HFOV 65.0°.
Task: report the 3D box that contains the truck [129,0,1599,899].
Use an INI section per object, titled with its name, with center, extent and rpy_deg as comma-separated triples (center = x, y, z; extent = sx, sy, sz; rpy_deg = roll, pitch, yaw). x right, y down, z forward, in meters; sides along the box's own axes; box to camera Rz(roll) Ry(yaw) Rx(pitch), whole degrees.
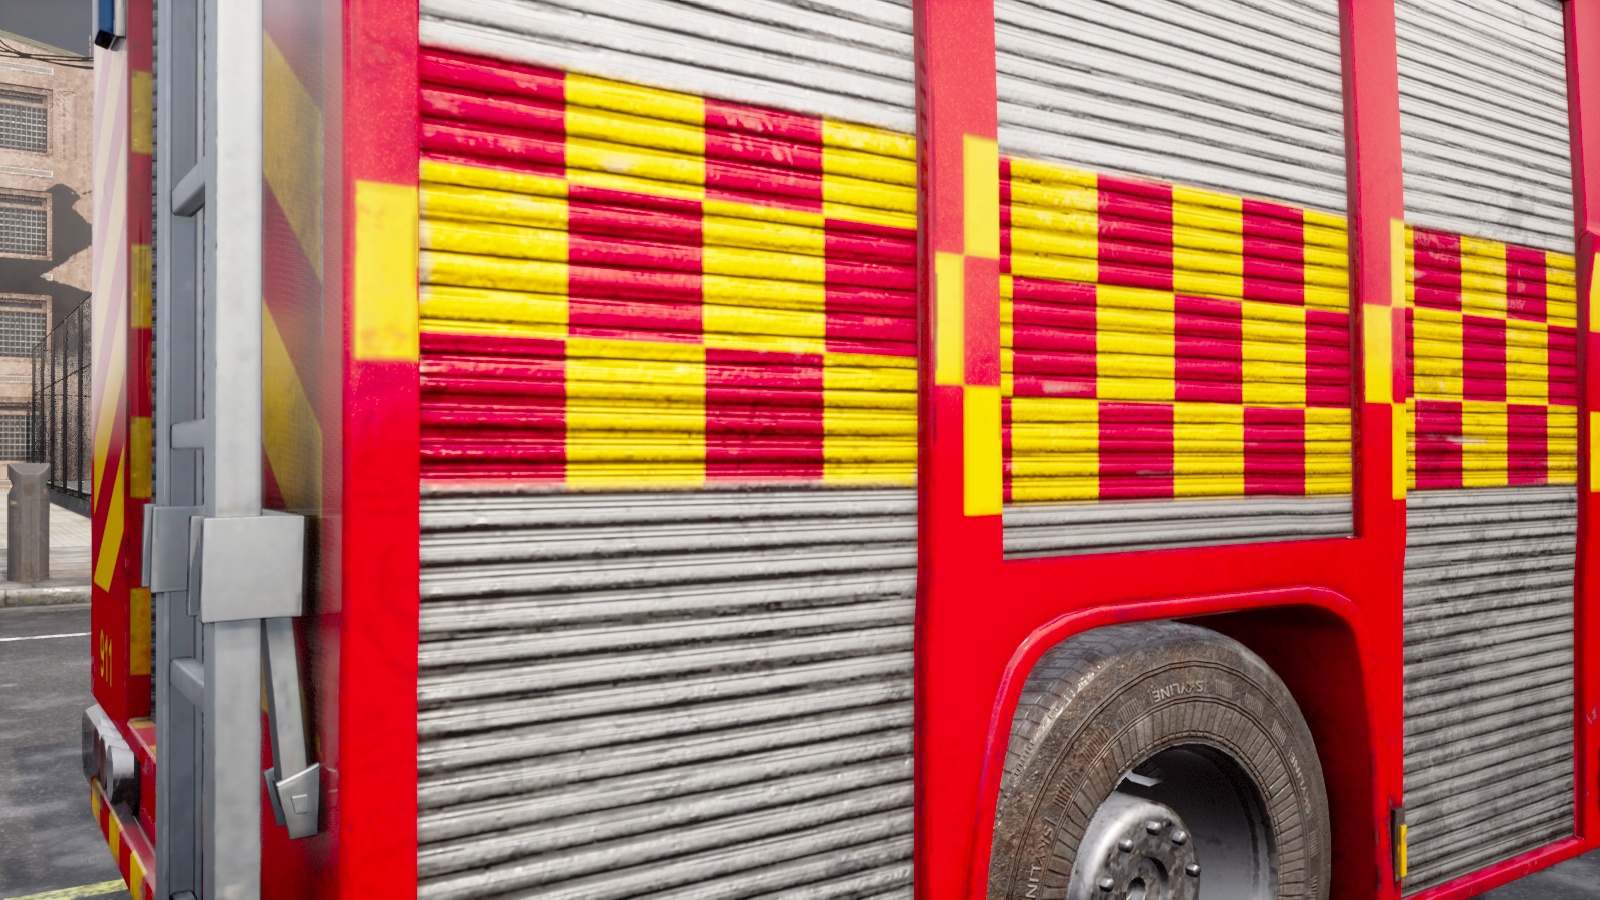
[truck]
center = 2.188, -0.411, 5.195
extent = 8.468, 3.827, 2.891
rpy_deg = 0, 0, -35
